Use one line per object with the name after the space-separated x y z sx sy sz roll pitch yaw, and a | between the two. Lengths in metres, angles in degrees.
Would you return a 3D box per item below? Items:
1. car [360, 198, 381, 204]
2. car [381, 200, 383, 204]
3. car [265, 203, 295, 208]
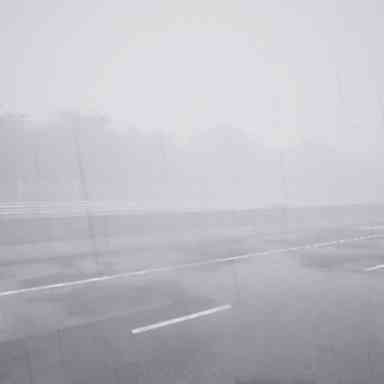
26.309 1.629 48.474 4.674 1.442 1.812 1 0 -35 | car
28.443 1.607 45.703 4.892 1.490 1.837 0 0 -35 | car
6.724 1.577 25.870 4.181 1.385 1.994 0 0 -35 | car
